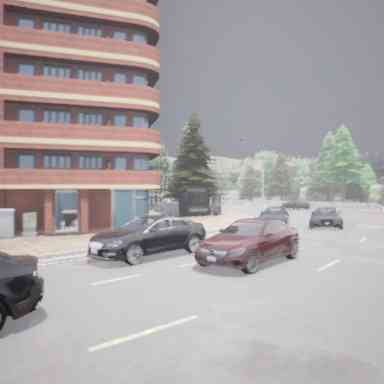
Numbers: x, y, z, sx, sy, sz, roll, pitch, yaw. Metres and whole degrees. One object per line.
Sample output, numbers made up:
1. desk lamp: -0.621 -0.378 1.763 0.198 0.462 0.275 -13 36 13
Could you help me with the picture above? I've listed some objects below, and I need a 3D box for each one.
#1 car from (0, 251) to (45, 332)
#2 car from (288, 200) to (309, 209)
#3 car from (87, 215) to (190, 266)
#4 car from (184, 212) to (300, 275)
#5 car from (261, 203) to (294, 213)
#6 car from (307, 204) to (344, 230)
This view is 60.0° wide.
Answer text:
1. car: -4.880 1.603 4.988 4.892 1.490 1.837 0 -1 -37
2. car: 16.419 2.000 52.646 2.033 1.411 5.357 0 -1 -17
3. car: -1.483 1.645 12.457 2.128 1.511 4.902 -1 -1 43
4. car: 2.062 1.637 11.169 1.812 1.442 4.674 -1 -1 41
5. car: 6.017 1.784 24.124 1.994 1.385 4.181 -1 0 20
6. car: 9.081 1.742 22.461 1.994 1.385 4.181 -1 0 21
